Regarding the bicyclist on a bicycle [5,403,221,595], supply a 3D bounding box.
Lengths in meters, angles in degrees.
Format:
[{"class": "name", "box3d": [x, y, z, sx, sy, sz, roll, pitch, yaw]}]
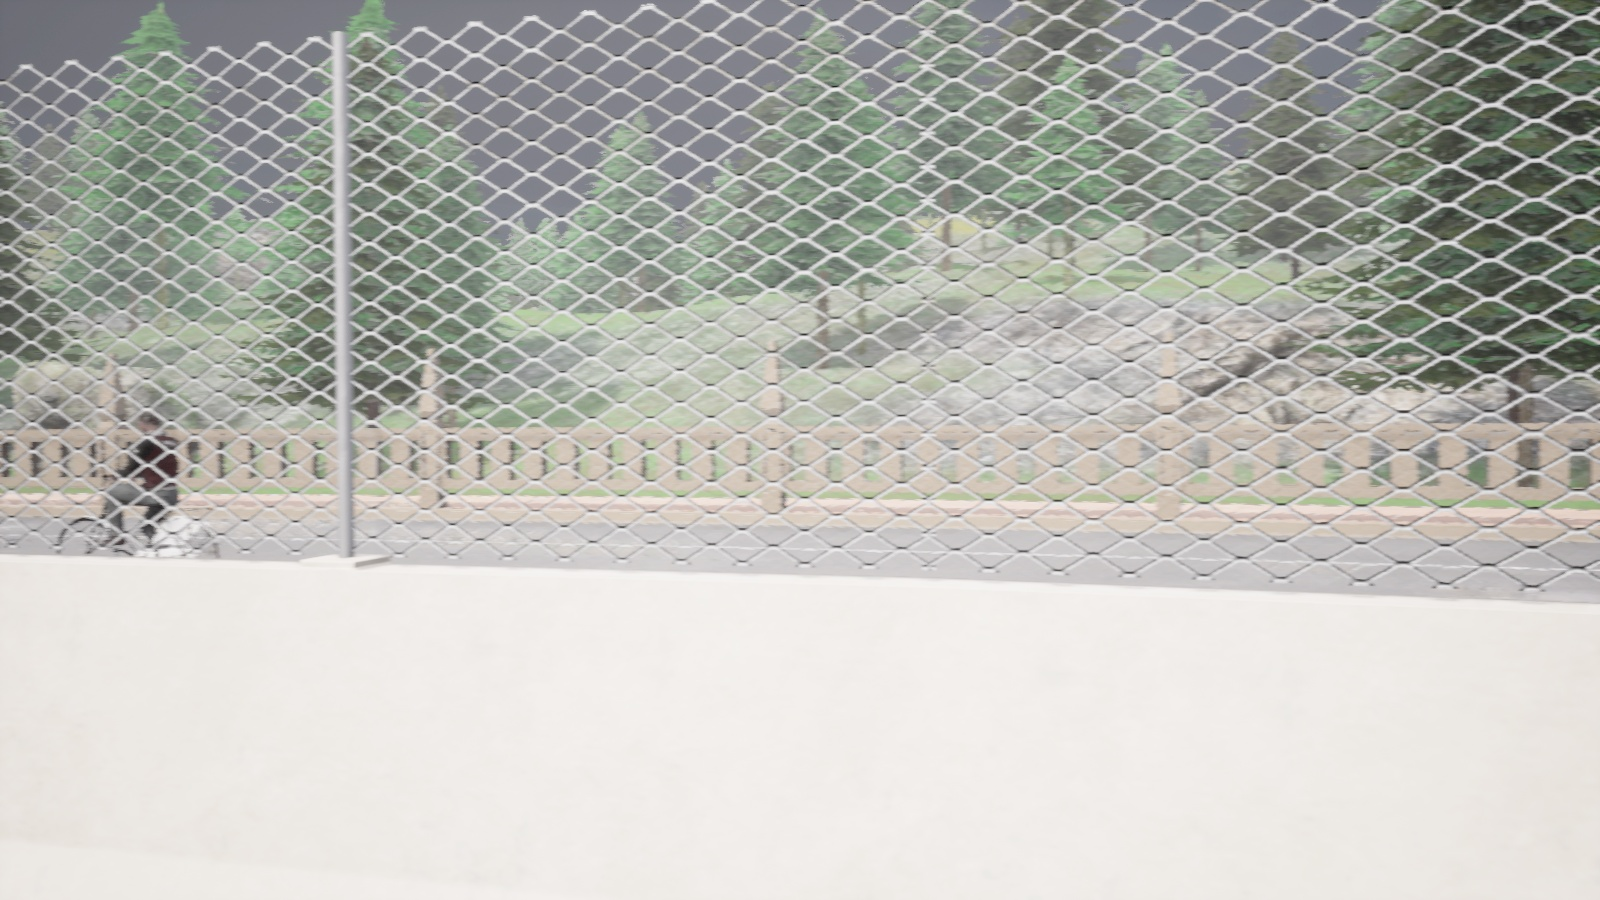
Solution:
[{"class": "bicyclist on a bicycle", "box3d": [-6.635, 0.439, 12.157, 1.843, 1.776, 0.659, 1, 2, 13]}]
